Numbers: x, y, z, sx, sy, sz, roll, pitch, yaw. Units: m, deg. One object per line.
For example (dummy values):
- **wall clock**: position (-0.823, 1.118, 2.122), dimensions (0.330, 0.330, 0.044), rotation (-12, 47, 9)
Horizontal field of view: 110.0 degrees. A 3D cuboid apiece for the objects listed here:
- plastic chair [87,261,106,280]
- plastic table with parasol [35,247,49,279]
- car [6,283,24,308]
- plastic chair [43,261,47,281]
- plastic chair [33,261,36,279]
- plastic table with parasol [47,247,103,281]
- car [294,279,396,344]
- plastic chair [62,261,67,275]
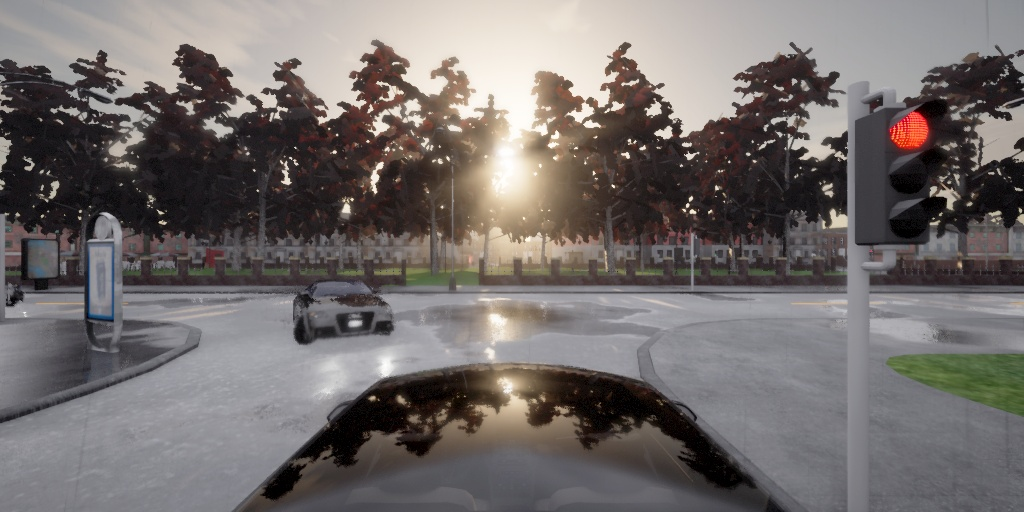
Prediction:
- **plastic chair**: position (-38.197, 1.296, 32.962), dimensions (0.730, 1.272, 0.750), rotation (0, 0, -40)
- **plastic table with parasol**: position (-43.616, 0.620, 34.871), dimensions (2.482, 2.480, 2.482), rotation (0, 0, -39)
- **car**: position (-20.732, 1.241, 12.851), dimensions (4.902, 1.511, 2.128), rotation (0, 0, 0)
- **plastic chair**: position (-40.225, 1.293, 31.484), dimensions (0.730, 1.272, 0.750), rotation (0, 0, -40)
- **plastic chair**: position (-44.624, 1.295, 34.121), dimensions (0.730, 1.272, 0.750), rotation (0, 0, -41)
- **plastic table with parasol**: position (-39.195, 0.694, 32.229), dimensions (2.482, 2.480, 2.482), rotation (0, 0, -40)
- **car**: position (-4.599, 1.314, 9.604), dimensions (1.994, 1.385, 4.181), rotation (1, 0, -35)
- **plastic chair**: position (-38.292, 1.306, 31.256), dimensions (0.750, 1.272, 0.730), rotation (0, 0, -35)
